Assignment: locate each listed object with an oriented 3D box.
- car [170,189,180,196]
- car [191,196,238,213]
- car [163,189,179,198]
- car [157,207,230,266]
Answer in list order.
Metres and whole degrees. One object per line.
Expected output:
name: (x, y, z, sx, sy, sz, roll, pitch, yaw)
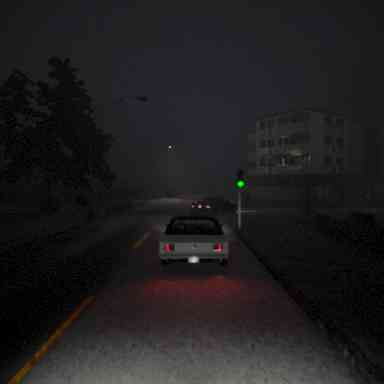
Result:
car: (-3.948, 0.042, 76.386, 2.033, 1.411, 5.357, 0, 1, 0)
car: (1.853, 1.041, 25.824, 2.033, 1.411, 5.357, 0, 1, 31)
car: (-4.004, 0.177, 60.077, 2.097, 1.767, 4.553, 0, 1, 1)
car: (0.067, 1.390, 10.654, 1.895, 1.301, 4.718, 0, 1, 1)
